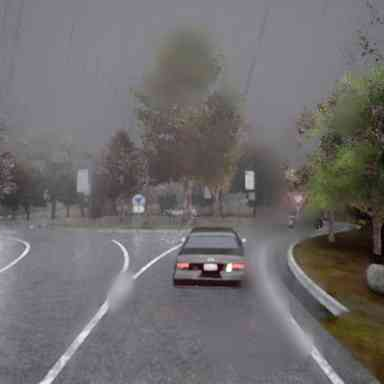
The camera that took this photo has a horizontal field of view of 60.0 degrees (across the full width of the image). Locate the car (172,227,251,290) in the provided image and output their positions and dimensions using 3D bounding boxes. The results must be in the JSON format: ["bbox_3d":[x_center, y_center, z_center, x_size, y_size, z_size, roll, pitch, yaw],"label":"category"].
[{"bbox_3d":[0.607,1.711,9.539,2.033,1.411,5.357,0,-2,5],"label":"car"}]

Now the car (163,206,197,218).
[{"bbox_3d":[-1.999,3.288,55.268,5.566,2.045,2.150,0,-3,5],"label":"car"}]

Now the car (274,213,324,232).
[{"bbox_3d":[8.890,2.467,27.482,5.357,1.411,2.033,2,-3,-44],"label":"car"}]
